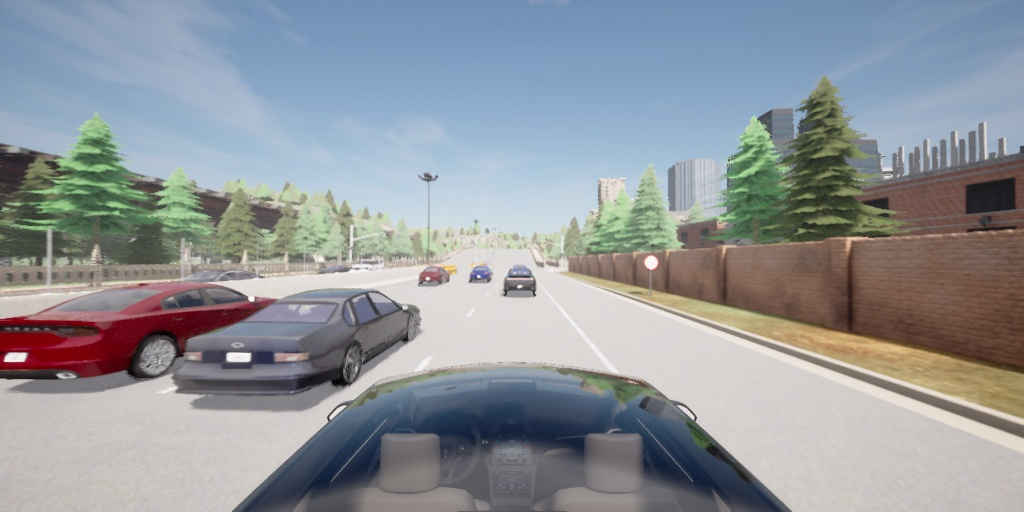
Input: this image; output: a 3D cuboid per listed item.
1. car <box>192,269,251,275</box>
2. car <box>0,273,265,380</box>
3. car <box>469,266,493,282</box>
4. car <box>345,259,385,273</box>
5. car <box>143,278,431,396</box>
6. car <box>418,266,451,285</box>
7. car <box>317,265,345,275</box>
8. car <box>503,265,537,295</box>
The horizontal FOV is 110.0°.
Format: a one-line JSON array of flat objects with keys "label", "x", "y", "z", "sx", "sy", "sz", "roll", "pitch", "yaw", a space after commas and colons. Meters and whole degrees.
[{"label": "car", "x": -13.819, "y": 1.381, "z": 16.784, "sx": 2.128, "sy": 1.511, "sz": 4.902, "roll": 0, "pitch": -1, "yaw": 1}, {"label": "car", "x": -6.798, "y": 1.277, "z": 7.423, "sx": 1.882, "sy": 1.535, "sz": 5.008, "roll": 0, "pitch": -1, "yaw": 1}, {"label": "car", "x": -2.801, "y": 1.630, "z": 33.129, "sx": 1.812, "sy": 1.442, "sz": 4.674, "roll": 0, "pitch": -1, "yaw": 1}, {"label": "car", "x": -16.748, "y": 1.396, "z": 41.772, "sx": 2.150, "sy": 2.045, "sz": 5.566, "roll": 0, "pitch": -1, "yaw": 2}, {"label": "car", "x": -3.364, "y": 1.350, "z": 7.026, "sx": 2.033, "sy": 1.411, "sz": 5.357, "roll": 0, "pitch": -1, "yaw": 2}, {"label": "car", "x": -6.371, "y": 1.581, "z": 29.622, "sx": 1.812, "sy": 1.442, "sz": 4.674, "roll": 0, "pitch": -1, "yaw": 1}, {"label": "car", "x": -20.257, "y": 1.706, "z": 41.544, "sx": 2.033, "sy": 1.411, "sz": 5.357, "roll": 0, "pitch": -1, "yaw": 2}, {"label": "car", "x": 0.472, "y": 1.472, "z": 21.596, "sx": 2.128, "sy": 1.511, "sz": 4.902, "roll": 0, "pitch": -1, "yaw": 1}]
